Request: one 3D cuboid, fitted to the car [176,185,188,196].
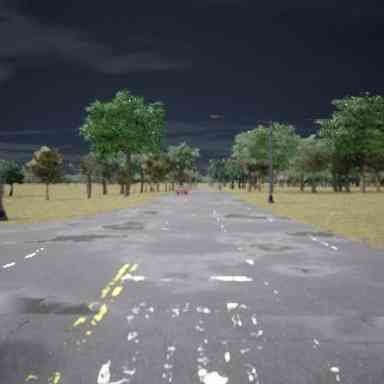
[{"bbox_3d":[-2.077,-0.338,68.883,2.150,2.045,5.566,0,1,2],"label":"car"}]
